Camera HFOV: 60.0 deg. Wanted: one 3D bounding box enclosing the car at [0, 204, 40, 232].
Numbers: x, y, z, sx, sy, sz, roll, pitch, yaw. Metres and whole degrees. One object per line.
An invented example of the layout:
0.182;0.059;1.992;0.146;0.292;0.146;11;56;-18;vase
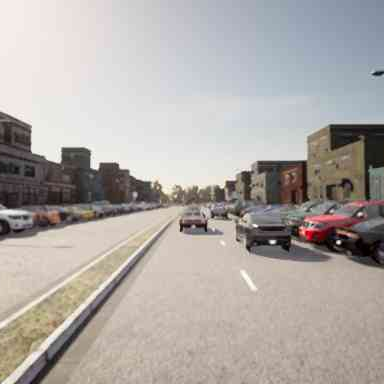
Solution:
-12.773;1.528;20.286;5.566;2.045;2.435;0;-1;0;car

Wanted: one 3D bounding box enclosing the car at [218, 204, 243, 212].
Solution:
7.661;3.234;66.840;4.792;1.488;2.163;0;-2;0;car

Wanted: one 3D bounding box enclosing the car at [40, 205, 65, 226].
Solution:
-12.760;1.798;25.834;4.553;1.767;2.185;0;-2;0;car

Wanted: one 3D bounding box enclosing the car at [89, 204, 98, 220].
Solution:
-12.960;2.171;34.287;5.366;1.575;1.946;0;-2;0;car

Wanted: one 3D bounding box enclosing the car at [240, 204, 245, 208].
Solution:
7.668;2.189;33.766;4.792;1.488;2.163;0;-2;0;car

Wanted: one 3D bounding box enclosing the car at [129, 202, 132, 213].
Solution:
-12.744;2.778;53.731;4.892;1.521;2.231;0;-2;0;car

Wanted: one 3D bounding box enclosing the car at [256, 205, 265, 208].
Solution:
7.454;1.844;22.743;5.366;1.575;1.946;0;-2;0;car

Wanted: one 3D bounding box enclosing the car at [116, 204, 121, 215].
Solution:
-12.748;2.511;45.273;4.892;1.521;2.231;0;-2;0;car

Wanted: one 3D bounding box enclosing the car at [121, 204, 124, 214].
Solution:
-12.778;2.625;48.049;4.792;1.488;2.163;0;-2;0;car

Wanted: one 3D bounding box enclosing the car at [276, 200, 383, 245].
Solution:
7.611;1.470;17.241;5.566;2.045;2.435;0;-1;0;car

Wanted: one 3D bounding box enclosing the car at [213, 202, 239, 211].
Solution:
7.588;3.241;75.115;5.566;2.045;2.435;0;-2;0;car

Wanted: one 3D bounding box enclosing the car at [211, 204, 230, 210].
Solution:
7.586;4.043;89.012;4.674;1.452;2.002;0;-2;0;car

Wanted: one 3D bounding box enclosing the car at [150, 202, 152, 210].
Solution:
-12.662;3.649;78.728;4.792;1.488;2.163;0;-2;0;car

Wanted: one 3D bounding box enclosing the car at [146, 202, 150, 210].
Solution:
-12.730;3.174;73.180;5.566;2.045;2.435;0;-2;0;car

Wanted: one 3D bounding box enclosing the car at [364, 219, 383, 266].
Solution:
7.669;1.613;8.975;4.792;1.488;2.163;0;-1;0;car

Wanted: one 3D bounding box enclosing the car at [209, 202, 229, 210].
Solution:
7.549;3.951;94.404;5.566;2.045;2.435;0;-2;0;car

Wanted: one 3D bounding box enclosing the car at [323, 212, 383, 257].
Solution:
7.634;1.621;11.727;5.008;1.535;2.097;0;-1;0;car

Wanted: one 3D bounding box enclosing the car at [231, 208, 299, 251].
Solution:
3.100;1.707;15.205;1.837;1.490;4.892;0;-1;0;car

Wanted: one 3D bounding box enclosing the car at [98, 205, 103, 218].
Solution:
-12.742;2.128;36.951;4.553;1.767;2.185;0;-2;0;car

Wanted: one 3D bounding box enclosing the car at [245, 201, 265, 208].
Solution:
7.671;1.953;31.014;4.553;1.767;2.185;0;-2;0;car

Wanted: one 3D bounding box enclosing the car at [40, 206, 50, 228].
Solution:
-12.795;1.888;23.053;4.674;1.452;2.002;0;-2;0;car

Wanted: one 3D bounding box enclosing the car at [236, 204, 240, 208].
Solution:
7.637;2.280;36.521;4.674;1.452;2.002;0;-2;0;car

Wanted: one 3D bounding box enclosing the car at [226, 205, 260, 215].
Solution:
7.668;2.689;50.300;4.792;1.488;2.163;0;-2;0;car

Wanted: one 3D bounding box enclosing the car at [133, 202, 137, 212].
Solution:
-12.757;2.983;59.160;4.792;1.488;2.163;0;-2;0;car

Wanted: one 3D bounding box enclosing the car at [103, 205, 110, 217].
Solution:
-12.735;2.368;39.717;4.792;1.488;2.163;0;-2;0;car

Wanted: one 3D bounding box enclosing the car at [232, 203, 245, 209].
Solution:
7.610;2.434;42.035;4.792;1.488;2.163;0;-2;0;car

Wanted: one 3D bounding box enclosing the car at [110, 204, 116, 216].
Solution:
-12.765;2.423;42.494;5.008;1.535;2.097;0;-2;0;car

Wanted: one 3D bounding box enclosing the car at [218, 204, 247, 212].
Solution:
7.823;3.107;64.086;5.366;1.575;1.946;0;-2;0;car

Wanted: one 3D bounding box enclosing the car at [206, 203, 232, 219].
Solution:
3.099;2.331;39.176;2.128;1.511;4.902;0;-2;0;car

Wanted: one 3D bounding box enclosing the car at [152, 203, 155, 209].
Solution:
-12.866;3.814;84.283;5.366;1.575;1.946;0;-2;0;car

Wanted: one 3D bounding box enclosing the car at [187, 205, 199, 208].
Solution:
0.099;2.408;41.326;1.837;1.490;4.892;0;-2;0;car

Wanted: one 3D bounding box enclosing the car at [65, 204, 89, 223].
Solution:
-12.786;2.091;31.508;4.892;1.521;2.231;0;-2;0;car

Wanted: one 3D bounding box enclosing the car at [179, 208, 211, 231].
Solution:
0.099;1.986;23.399;1.895;1.301;4.718;0;-2;0;car

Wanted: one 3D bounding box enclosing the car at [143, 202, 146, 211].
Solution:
-12.739;3.204;70.365;4.553;1.767;2.185;0;-2;0;car

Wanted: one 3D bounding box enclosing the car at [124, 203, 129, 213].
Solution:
-12.738;2.688;50.953;5.008;1.535;2.097;0;-2;0;car

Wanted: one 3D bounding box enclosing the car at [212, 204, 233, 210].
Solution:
7.594;3.793;83.372;5.008;1.535;2.097;0;-2;0;car

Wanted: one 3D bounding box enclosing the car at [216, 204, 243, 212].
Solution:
7.812;3.296;69.598;5.366;1.575;1.946;0;-2;0;car

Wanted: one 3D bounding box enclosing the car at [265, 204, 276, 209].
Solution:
7.611;1.531;19.998;5.566;2.045;2.435;0;-1;0;car

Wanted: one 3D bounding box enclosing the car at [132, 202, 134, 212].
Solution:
-12.731;2.903;56.382;4.674;1.452;2.002;0;-2;0;car

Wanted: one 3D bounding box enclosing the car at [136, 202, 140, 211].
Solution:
-12.730;3.047;61.939;4.892;1.521;2.231;0;-2;0;car

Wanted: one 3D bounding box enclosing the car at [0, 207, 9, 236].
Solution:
-12.992;1.715;17.502;5.366;1.575;1.946;0;-1;0;car

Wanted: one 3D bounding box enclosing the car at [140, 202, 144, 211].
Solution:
-12.710;3.271;67.491;4.674;1.452;2.002;0;-2;0;car

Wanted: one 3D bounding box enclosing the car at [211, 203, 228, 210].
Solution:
7.552;3.975;91.644;4.553;1.767;2.185;0;-2;0;car

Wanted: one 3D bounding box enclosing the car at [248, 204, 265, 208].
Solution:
7.634;1.998;28.254;5.008;1.535;2.097;0;-2;0;car

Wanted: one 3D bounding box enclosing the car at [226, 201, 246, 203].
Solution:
7.608;2.448;47.550;4.553;1.767;2.185;0;-2;0;car
